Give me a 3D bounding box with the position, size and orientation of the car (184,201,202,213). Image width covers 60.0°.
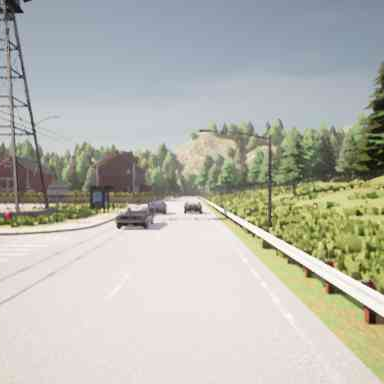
[{"bbox_3d":[0.116,1.619,36.761,1.895,1.301,4.718,0,0,0],"label":"car"}]

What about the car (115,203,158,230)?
[{"bbox_3d":[-3.587,1.612,21.560,1.895,1.301,4.718,0,0,0],"label":"car"}]

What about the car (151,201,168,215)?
[{"bbox_3d":[-3.543,1.581,34.091,1.994,1.385,4.181,0,0,1],"label":"car"}]
